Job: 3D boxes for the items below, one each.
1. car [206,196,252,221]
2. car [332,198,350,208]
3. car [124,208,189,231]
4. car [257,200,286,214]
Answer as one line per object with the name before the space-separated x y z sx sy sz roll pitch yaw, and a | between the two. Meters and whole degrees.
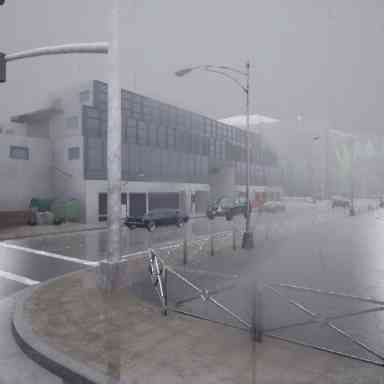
car | 3.467 1.398 30.157 2.150 2.045 5.566 0 0 36
car | 22.774 1.681 50.861 1.837 1.490 4.892 0 0 36
car | -2.265 1.777 22.128 1.895 1.301 4.718 0 0 36
car | 9.243 1.702 38.229 1.812 1.442 4.674 0 0 36
